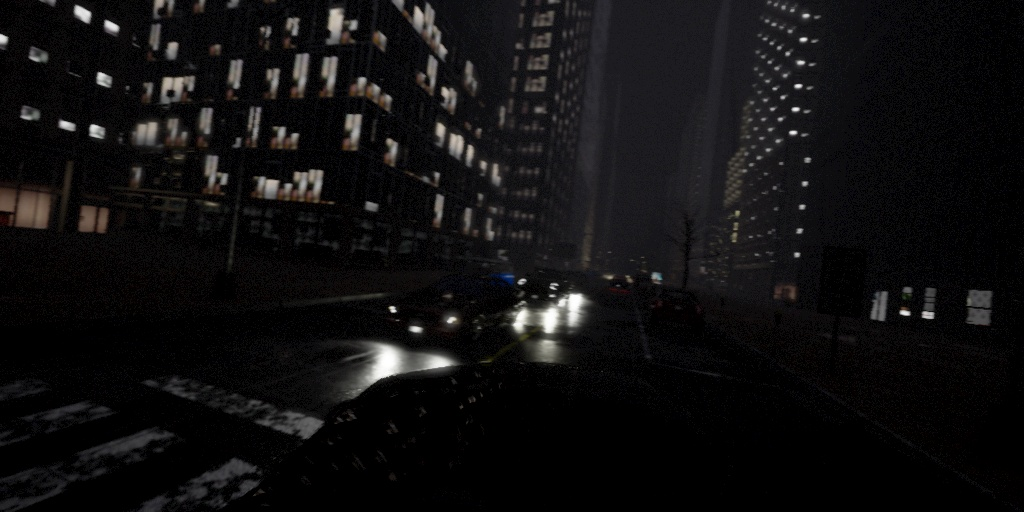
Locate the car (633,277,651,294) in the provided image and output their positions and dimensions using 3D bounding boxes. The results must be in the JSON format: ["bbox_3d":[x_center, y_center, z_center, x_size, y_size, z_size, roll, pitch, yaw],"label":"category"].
[{"bbox_3d":[11.901,2.901,31.726,1.802,1.307,4.207,0,0,18],"label":"car"}]

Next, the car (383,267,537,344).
[{"bbox_3d":[-1.091,1.207,9.771,2.033,1.411,5.357,7,0,18],"label":"car"}]

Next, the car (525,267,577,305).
[{"bbox_3d":[1.803,1.400,18.731,2.097,1.767,4.553,7,0,18],"label":"car"}]

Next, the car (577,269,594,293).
[{"bbox_3d":[4.954,1.967,28.598,2.128,1.511,4.902,7,0,18],"label":"car"}]

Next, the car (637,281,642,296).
[{"bbox_3d":[8.498,2.424,20.879,1.948,1.339,4.313,0,0,18],"label":"car"}]

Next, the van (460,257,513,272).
[{"bbox_3d":[-1.327,1.022,18.118,1.690,1.789,3.998,0,0,18],"label":"van"}]

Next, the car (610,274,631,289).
[{"bbox_3d":[12.204,3.000,40.887,1.895,1.301,4.718,7,0,18],"label":"car"}]

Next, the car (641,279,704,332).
[{"bbox_3d":[6.818,2.070,15.449,1.967,1.591,4.097,0,0,18],"label":"car"}]

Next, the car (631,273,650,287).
[{"bbox_3d":[15.366,3.102,42.553,2.192,1.841,5.009,0,0,18],"label":"car"}]
